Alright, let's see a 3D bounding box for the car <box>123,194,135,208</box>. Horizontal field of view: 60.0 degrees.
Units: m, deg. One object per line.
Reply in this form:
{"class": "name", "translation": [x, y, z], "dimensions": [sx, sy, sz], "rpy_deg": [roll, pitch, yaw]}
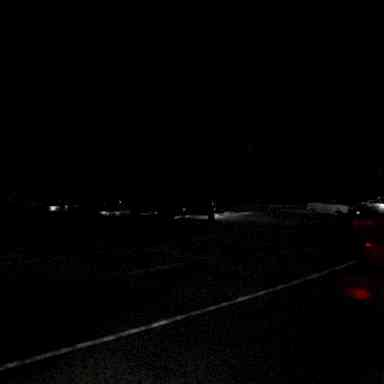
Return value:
{"class": "car", "translation": [-6.046, 1.063, 36.859], "dimensions": [4.892, 1.490, 1.837], "rpy_deg": [1, 2, 38]}

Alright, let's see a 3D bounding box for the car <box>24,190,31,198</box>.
{"class": "car", "translation": [-23.787, 0.411, 50.944], "dimensions": [4.718, 1.301, 1.895], "rpy_deg": [3, 3, 39]}

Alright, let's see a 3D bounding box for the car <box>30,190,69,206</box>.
{"class": "car", "translation": [-17.856, 0.829, 41.740], "dimensions": [4.892, 1.490, 1.837], "rpy_deg": [3, 3, 38]}

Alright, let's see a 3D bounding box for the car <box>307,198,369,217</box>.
{"class": "car", "translation": [10.968, 1.133, 25.459], "dimensions": [1.895, 1.301, 4.718], "rpy_deg": [-2, 1, -18]}

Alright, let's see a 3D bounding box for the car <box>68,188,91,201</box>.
{"class": "car", "translation": [-14.414, 0.507, 43.469], "dimensions": [5.566, 2.045, 2.150], "rpy_deg": [3, 3, 39]}

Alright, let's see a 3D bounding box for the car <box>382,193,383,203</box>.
{"class": "car", "translation": [23.914, 0.475, 39.544], "dimensions": [1.882, 1.535, 5.008], "rpy_deg": [-1, 1, 37]}

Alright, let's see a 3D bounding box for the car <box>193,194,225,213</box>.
{"class": "car", "translation": [0.881, 0.991, 31.406], "dimensions": [4.553, 1.767, 2.097], "rpy_deg": [0, 2, 38]}

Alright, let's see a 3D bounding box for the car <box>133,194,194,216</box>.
{"class": "car", "translation": [-2.593, 1.222, 29.667], "dimensions": [4.902, 1.511, 2.128], "rpy_deg": [0, 2, 38]}

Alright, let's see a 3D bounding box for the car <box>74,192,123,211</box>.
{"class": "car", "translation": [-10.055, 1.089, 35.568], "dimensions": [5.008, 1.535, 1.882], "rpy_deg": [2, 3, 38]}

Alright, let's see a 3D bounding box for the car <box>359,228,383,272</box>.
{"class": "car", "translation": [6.438, 1.448, 9.405], "dimensions": [4.181, 1.385, 1.994], "rpy_deg": [-2, 1, -42]}
